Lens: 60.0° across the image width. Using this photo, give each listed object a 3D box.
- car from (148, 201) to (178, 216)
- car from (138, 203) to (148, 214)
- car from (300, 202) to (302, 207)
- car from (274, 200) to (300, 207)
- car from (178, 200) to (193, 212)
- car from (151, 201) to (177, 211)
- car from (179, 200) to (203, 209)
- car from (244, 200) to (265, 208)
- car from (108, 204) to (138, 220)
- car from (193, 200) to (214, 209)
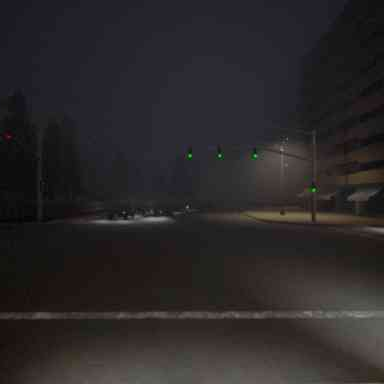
[{"bbox_3d":[-3.261,1.970,38.796,2.128,1.511,4.902,0,-1,4],"label":"car"},{"bbox_3d":[-6.456,2.123,42.286,1.895,1.301,4.718,0,-1,6],"label":"car"},{"bbox_3d":[21.632,2.408,71.639,4.902,1.511,2.128,0,-1,-22],"label":"car"},{"bbox_3d":[18.432,2.288,65.736,5.008,1.535,1.882,0,-1,-34],"label":"car"},{"bbox_3d":[-1.957,2.146,48.525,2.033,1.411,5.357,0,-1,15],"label":"car"},{"bbox_3d":[-4.339,2.134,52.132,2.128,1.511,4.902,0,-1,20],"label":"car"},{"bbox_3d":[-0.092,2.247,61.297,2.128,1.511,4.902,0,-1,32],"label":"car"},{"bbox_3d":[12.263,2.291,65.014,4.902,1.511,2.128,1,-1,-43],"label":"car"},{"bbox_3d":[-6.991,1.936,33.209,1.812,1.442,4.674,0,-1,2],"label":"car"},{"bbox_3d":[1.925,2.313,57.756,1.895,1.301,4.718,0,-1,31],"label":"car"}]
